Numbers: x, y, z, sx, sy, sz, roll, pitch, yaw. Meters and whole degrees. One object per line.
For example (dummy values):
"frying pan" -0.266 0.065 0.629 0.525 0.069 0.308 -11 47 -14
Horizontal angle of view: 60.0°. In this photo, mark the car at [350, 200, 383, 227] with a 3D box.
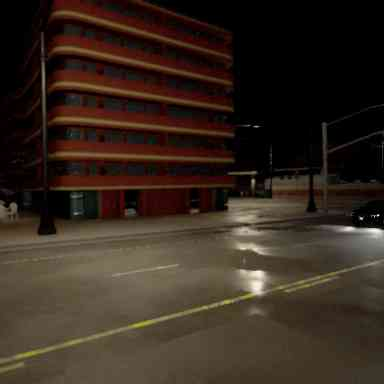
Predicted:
"car" 11.900 1.296 20.909 4.892 1.490 1.837 0 0 -35

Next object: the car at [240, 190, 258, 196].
"car" 14.632 0.351 83.102 3.806 1.475 1.970 -2 1 -35

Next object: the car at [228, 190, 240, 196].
"car" 10.666 0.210 87.327 4.611 1.667 2.242 -2 1 -35
